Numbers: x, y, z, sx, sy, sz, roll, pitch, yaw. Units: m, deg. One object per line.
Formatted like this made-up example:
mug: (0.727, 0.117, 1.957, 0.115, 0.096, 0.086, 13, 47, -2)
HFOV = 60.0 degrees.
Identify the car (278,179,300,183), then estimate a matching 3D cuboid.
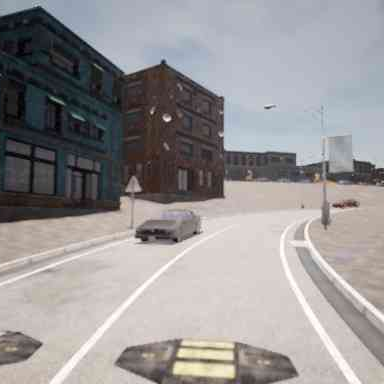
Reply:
car: (21.562, -2.299, 76.905, 4.892, 1.521, 2.231, 1, -4, -13)

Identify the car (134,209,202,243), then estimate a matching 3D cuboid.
car: (-0.931, 1.550, 16.476, 2.033, 1.411, 5.357, -1, 0, 17)

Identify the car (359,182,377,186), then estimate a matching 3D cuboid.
car: (43.021, -1.661, 83.092, 4.792, 1.488, 2.163, 2, -5, -18)

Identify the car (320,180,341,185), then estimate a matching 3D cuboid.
car: (32.285, -2.017, 79.742, 5.008, 1.535, 2.097, 2, -5, -15)

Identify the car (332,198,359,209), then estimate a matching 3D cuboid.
car: (22.792, 1.671, 49.296, 5.008, 1.535, 1.882, 0, -4, -35)

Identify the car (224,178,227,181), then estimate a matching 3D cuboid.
car: (5.531, -2.721, 73.184, 4.553, 1.767, 2.185, 1, -4, -13)

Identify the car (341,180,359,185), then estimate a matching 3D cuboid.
car: (37.576, -1.987, 81.334, 4.553, 1.767, 2.185, 2, -5, -17)

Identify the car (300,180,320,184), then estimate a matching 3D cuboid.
car: (26.939, -2.125, 78.263, 4.674, 1.452, 2.002, 1, -5, -14)

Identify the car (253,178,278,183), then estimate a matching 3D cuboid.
car: (16.188, -2.407, 75.649, 4.892, 1.521, 2.231, 1, -4, -13)
